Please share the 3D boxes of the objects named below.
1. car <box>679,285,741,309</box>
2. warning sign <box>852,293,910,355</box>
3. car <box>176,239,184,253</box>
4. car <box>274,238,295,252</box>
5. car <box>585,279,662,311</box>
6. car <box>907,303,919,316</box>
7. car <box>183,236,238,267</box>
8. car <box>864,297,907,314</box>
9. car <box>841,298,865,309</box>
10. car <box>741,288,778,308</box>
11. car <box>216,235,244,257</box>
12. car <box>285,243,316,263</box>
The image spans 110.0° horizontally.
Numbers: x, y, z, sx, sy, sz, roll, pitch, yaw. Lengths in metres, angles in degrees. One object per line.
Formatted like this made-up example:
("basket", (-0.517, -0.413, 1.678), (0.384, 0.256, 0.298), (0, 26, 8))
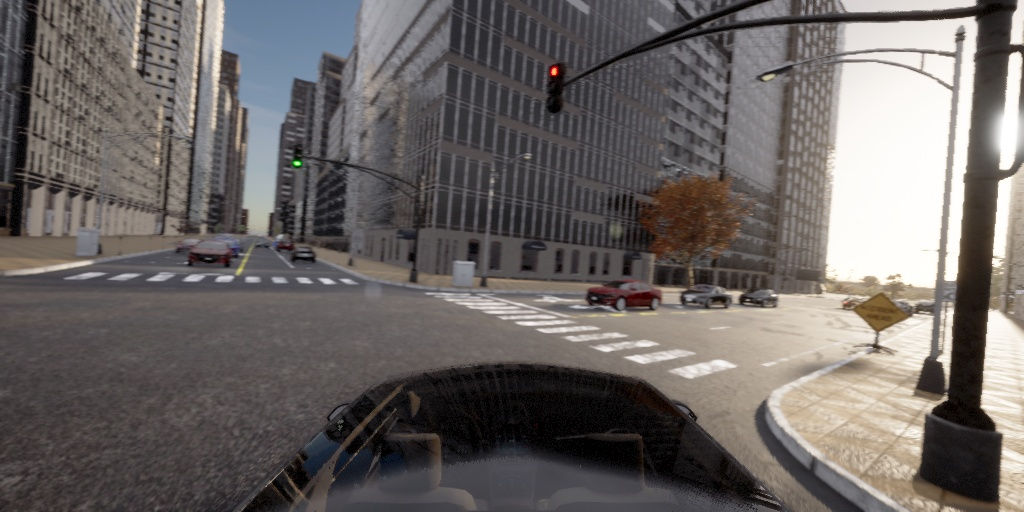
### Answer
("car", (13.537, 2.771, 24.919), (4.902, 1.511, 2.128), (6, -1, -38))
("warning sign", (11.802, 2.108, 11.631), (1.060, 1.860, 1.300), (0, 0, -38))
("car", (-28.107, -0.920, 31.486), (1.802, 1.307, 4.207), (0, 0, -35))
("car", (-31.281, -1.463, 49.567), (2.192, 1.841, 5.009), (0, 0, -35))
("car", (6.006, 1.994, 19.044), (5.008, 1.535, 1.882), (6, -1, -38))
("car", (40.831, 5.512, 37.856), (5.357, 1.411, 2.033), (6, -1, -38))
("car", (-18.177, -0.230, 21.819), (1.882, 1.535, 5.008), (4, 0, -36))
("car", (33.047, 4.703, 31.721), (4.674, 1.442, 1.812), (6, -1, -38))
("car", (38.562, 5.374, 40.080), (4.718, 1.301, 1.895), (6, -1, -38))
("car", (21.405, 3.582, 31.045), (4.892, 1.490, 1.837), (6, -1, -38))
("car", (-23.918, -0.693, 29.921), (1.882, 1.535, 5.008), (4, 0, -36))
("car", (-18.472, -0.173, 31.576), (1.948, 1.339, 4.313), (0, 0, -35))
